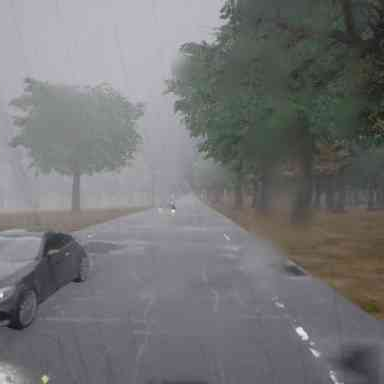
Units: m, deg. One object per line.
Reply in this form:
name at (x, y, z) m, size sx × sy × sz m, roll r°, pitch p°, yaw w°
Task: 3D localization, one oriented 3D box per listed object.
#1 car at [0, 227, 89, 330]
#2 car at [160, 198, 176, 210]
car at (-3.600, 1.530, 7.049) m, size 1.812 × 1.442 × 4.674 m, roll 0°, pitch 0°, yaw 0°
car at (-3.566, 1.714, 49.739) m, size 2.097 × 1.767 × 4.553 m, roll 0°, pitch -1°, yaw 0°
